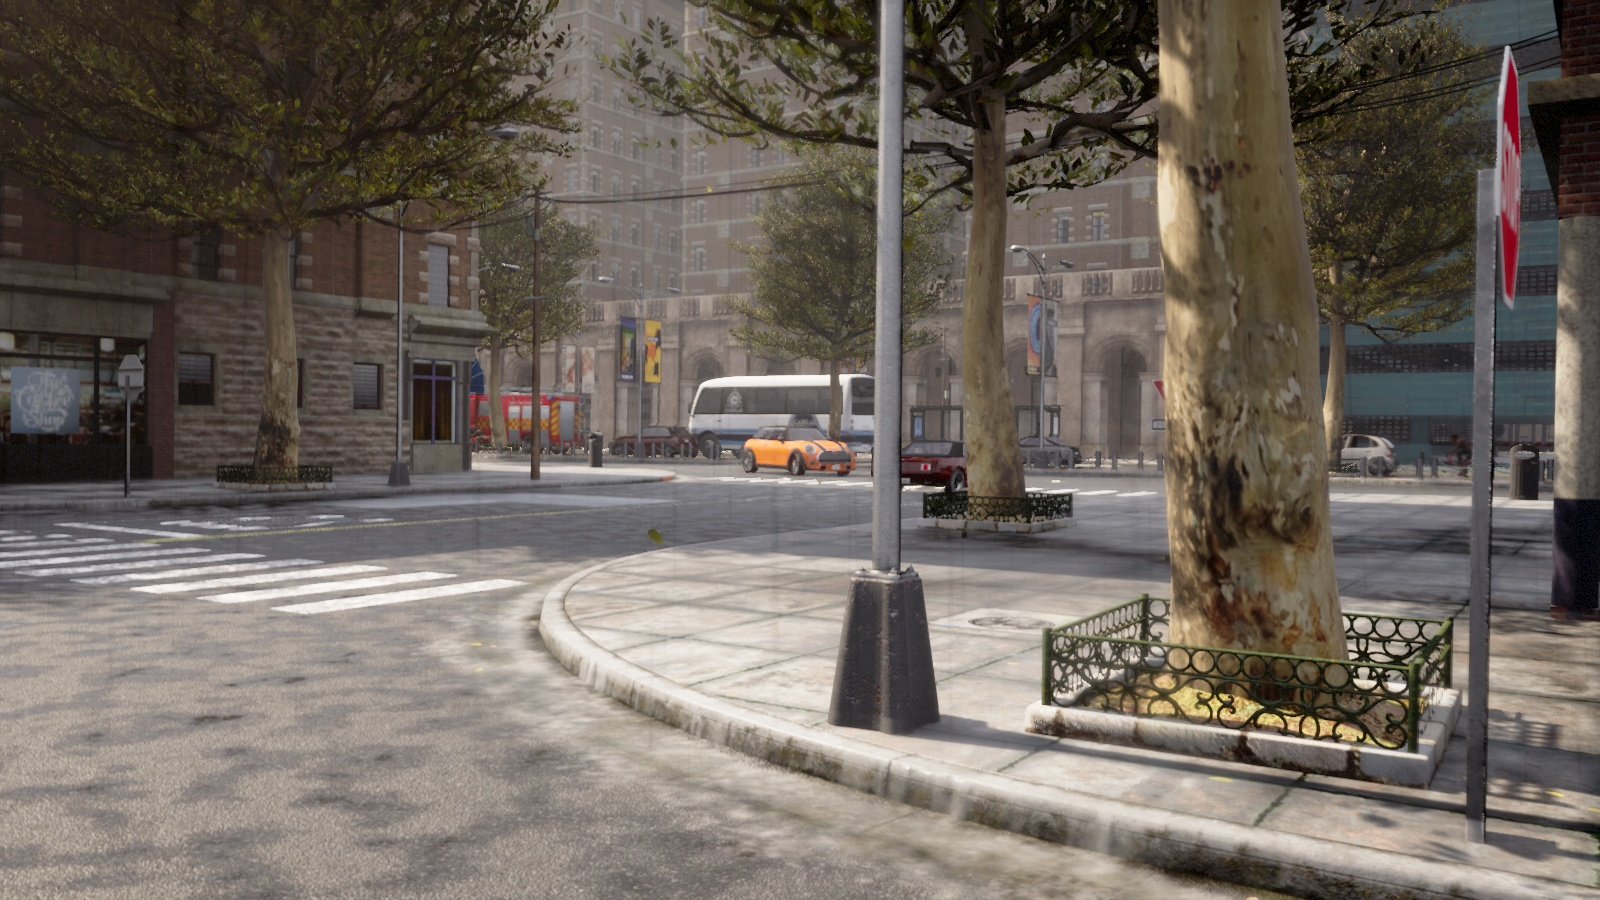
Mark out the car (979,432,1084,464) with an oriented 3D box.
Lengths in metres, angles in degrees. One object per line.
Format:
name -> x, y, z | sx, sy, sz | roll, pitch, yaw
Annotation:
car -> 10.333, -0.108, 56.076 | 4.181, 1.385, 1.994 | 0, 1, 34

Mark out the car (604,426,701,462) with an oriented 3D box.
car -> -7.497, -0.294, 63.647 | 4.553, 1.767, 2.097 | 0, 1, 33

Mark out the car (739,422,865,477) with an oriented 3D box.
car -> 0.006, -0.040, 42.672 | 2.097, 1.767, 4.553 | -1, 1, -33

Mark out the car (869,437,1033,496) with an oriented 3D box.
car -> 3.821, 0.347, 30.990 | 1.895, 1.301, 4.718 | 0, 1, 37

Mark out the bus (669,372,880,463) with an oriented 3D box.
bus -> -1.409, -1.576, 63.799 | 10.273, 4.253, 3.944 | 0, 1, 33

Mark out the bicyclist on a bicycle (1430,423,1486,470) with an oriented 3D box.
bicyclist on a bicycle -> 22.847, -0.128, 43.624 | 1.656, 1.620, 0.582 | 0, 1, 33

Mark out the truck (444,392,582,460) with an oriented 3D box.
truck -> -16.988, -1.401, 74.081 | 8.468, 3.827, 2.891 | 0, 1, 33

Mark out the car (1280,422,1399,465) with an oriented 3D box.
car -> 21.050, -0.248, 49.005 | 3.988, 1.617, 1.851 | 0, 1, 33
